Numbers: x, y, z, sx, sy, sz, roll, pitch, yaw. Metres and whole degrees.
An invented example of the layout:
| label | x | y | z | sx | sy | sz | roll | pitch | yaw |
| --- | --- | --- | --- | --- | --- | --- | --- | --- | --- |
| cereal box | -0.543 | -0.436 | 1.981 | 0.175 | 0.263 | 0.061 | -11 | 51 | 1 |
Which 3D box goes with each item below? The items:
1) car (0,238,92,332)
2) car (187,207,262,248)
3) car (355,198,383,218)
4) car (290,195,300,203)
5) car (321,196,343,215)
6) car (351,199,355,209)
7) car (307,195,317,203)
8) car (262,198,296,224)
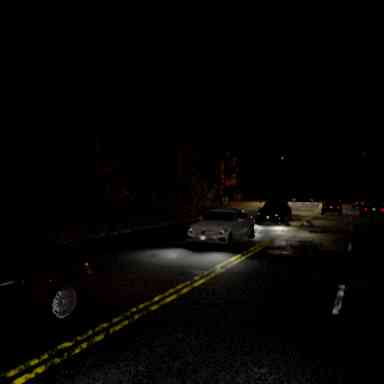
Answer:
| label | x | y | z | sx | sy | sz | roll | pitch | yaw |
| --- | --- | --- | --- | --- | --- | --- | --- | --- | --- |
| car | -3.582 | 1.504 | 5.009 | 1.812 | 1.442 | 4.674 | 0 | 0 | 28 |
| car | 1.461 | 1.473 | 14.814 | 1.812 | 1.442 | 4.674 | 0 | 0 | 27 |
| car | 15.986 | 1.483 | 29.648 | 2.033 | 1.411 | 5.357 | 0 | 0 | 24 |
| car | 20.524 | 1.333 | 66.507 | 1.812 | 1.442 | 4.674 | 0 | 0 | 21 |
| car | 13.821 | 1.462 | 32.838 | 2.033 | 1.411 | 5.357 | 0 | 0 | 24 |
| car | 21.985 | 1.463 | 43.424 | 2.033 | 1.411 | 5.357 | 0 | 0 | 23 |
| car | 23.589 | 1.359 | 65.427 | 1.812 | 1.442 | 4.674 | 0 | 0 | 21 |
| car | 6.035 | 1.426 | 24.137 | 1.837 | 1.490 | 4.892 | 0 | 0 | 26 |
